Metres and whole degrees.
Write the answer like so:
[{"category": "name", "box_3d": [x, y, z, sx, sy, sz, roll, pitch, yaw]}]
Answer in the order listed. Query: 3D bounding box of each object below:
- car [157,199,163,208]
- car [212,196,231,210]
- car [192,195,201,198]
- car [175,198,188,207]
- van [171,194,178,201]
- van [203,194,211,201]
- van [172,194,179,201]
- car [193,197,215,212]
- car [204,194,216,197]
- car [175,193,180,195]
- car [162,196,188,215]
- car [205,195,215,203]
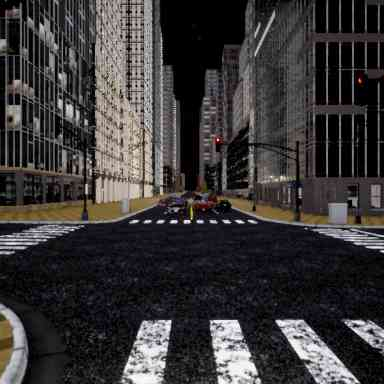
[{"category": "car", "box_3d": [-4.048, 1.592, 47.321, 1.802, 1.307, 4.206, 0, 0, 0]}, {"category": "car", "box_3d": [3.907, 1.579, 41.832, 1.947, 1.339, 4.313, 0, 0, 0]}, {"category": "car", "box_3d": [1.158, 1.488, 73.285, 1.837, 1.490, 4.892, 0, 0, 0]}, {"category": "car", "box_3d": [-1.601, 1.608, 53.485, 1.895, 1.301, 4.718, 0, 0, 0]}, {"category": "van", "box_3d": [-4.203, 1.321, 80.487, 1.690, 1.788, 3.998, 0, 0, 0]}, {"category": "van", "box_3d": [3.677, 1.321, 80.524, 1.690, 1.788, 3.998, 0, 0, 0]}, {"category": "van", "box_3d": [-4.229, 1.315, 86.014, 1.690, 1.788, 3.998, 0, 0, 0]}, {"category": "car", "box_3d": [1.317, 1.615, 38.807, 1.895, 1.301, 4.718, 0, 0, 1]}, {"category": "car", "box_3d": [3.755, 1.313, 63.940, 2.192, 1.841, 5.009, 0, 0, 0]}, {"category": "car", "box_3d": [-4.177, 1.426, 74.960, 1.967, 1.590, 4.097, 0, 0, 0]}, {"category": "car", "box_3d": [-1.527, 1.508, 33.766, 2.128, 1.511, 4.902, 0, 0, -1]}, {"category": "car", "box_3d": [3.729, 1.432, 69.469, 1.967, 1.590, 4.097, 0, 0, 0]}]
